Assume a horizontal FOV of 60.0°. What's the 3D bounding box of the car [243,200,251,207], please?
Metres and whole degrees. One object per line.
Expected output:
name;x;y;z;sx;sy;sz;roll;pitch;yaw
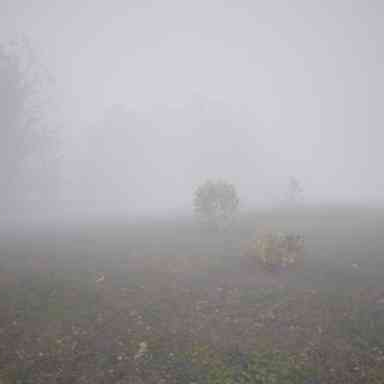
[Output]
car;5.196;1.230;38.910;1.895;1.301;4.718;-1;0;35
